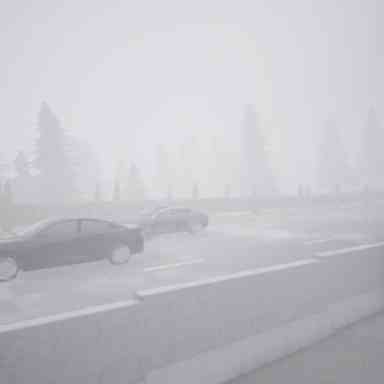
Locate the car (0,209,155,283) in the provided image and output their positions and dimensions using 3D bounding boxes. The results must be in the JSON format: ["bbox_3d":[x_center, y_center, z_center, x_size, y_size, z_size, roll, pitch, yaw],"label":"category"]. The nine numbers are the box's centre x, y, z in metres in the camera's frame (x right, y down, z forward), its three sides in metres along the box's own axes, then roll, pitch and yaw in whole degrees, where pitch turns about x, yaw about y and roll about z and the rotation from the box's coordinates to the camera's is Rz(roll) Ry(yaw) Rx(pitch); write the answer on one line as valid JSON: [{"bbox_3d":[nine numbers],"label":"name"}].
[{"bbox_3d":[-3.842,1.447,9.846,5.008,1.535,1.882,-1,0,-35],"label":"car"}]

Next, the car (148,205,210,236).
[{"bbox_3d":[-1.403,1.388,15.882,4.902,1.511,2.128,-1,1,-35],"label":"car"}]
